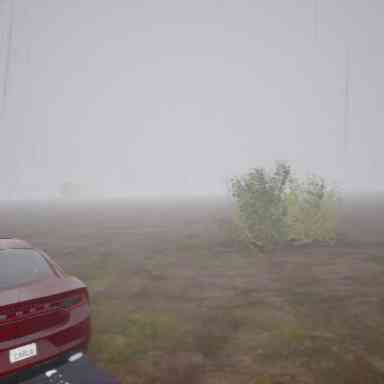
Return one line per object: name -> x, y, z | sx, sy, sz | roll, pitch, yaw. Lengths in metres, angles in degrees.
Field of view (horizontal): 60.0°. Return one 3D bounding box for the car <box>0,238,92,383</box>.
car -> -3.358, 1.475, 5.177 | 1.882, 1.535, 5.008 | -2, 1, -42
